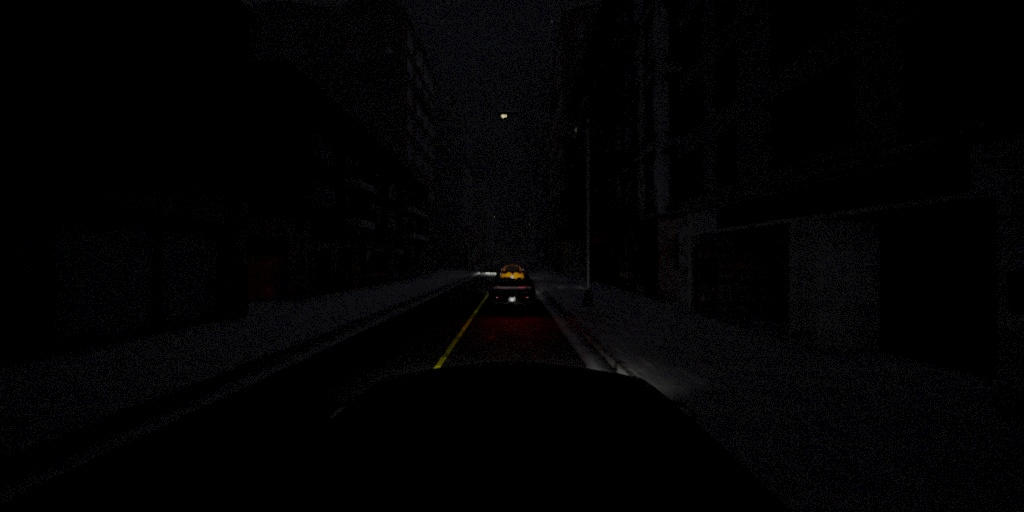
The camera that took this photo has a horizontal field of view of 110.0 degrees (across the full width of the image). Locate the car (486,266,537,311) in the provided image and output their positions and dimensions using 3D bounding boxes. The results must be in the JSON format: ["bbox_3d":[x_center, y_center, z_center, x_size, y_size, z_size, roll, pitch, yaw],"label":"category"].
[{"bbox_3d":[0.026,1.377,15.362,2.128,1.511,4.902,0,0,1],"label":"car"}]

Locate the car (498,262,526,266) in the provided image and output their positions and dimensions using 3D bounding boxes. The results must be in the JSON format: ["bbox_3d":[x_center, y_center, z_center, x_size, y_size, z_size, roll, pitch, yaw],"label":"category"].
[{"bbox_3d":[0.039,1.516,31.103,1.882,1.535,5.008,0,0,1],"label":"car"}]

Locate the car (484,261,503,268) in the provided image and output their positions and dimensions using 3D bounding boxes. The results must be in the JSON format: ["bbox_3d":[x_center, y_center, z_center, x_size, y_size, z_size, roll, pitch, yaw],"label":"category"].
[{"bbox_3d":[-2.748,1.825,54.460,1.994,1.385,4.181,0,-1,0],"label":"car"}]
